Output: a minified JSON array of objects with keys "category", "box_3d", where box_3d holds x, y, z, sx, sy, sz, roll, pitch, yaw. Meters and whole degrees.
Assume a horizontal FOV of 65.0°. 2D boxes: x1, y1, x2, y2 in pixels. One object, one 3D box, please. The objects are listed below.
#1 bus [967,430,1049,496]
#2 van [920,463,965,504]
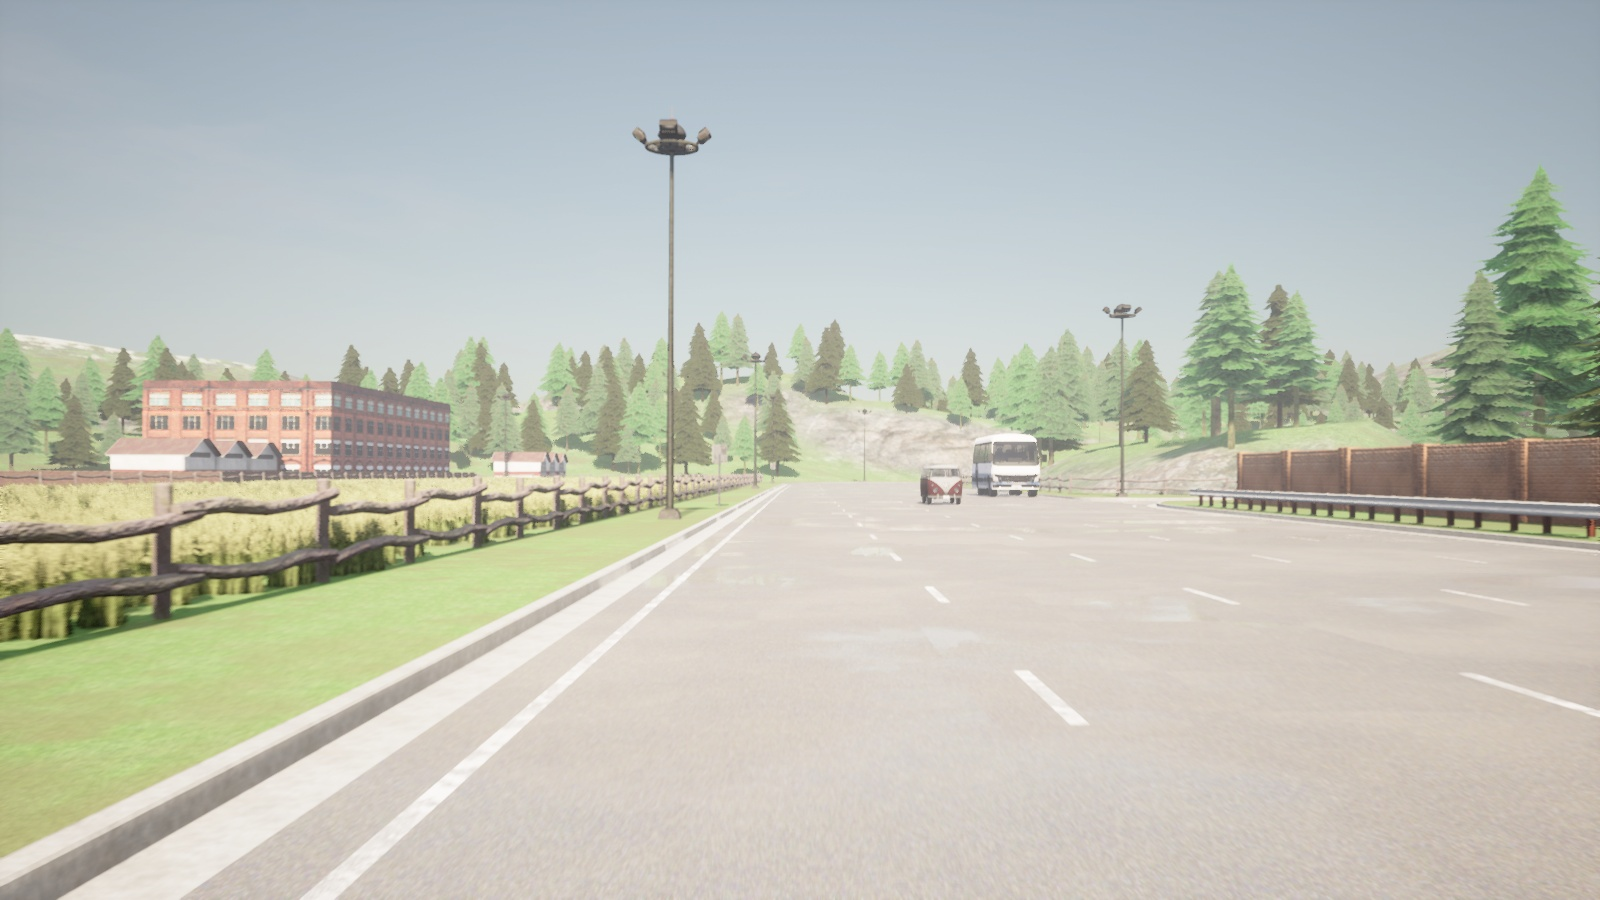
[{"category":"bus","box_3d":[14.182,0.932,86.570,3.944,4.253,10.273,0,-1,0]},{"category":"van","box_3d":[7.133,1.674,63.339,1.775,1.987,4.442,0,-1,0]}]
